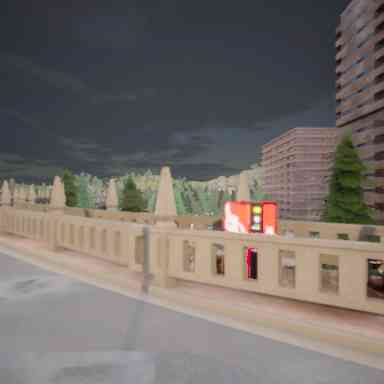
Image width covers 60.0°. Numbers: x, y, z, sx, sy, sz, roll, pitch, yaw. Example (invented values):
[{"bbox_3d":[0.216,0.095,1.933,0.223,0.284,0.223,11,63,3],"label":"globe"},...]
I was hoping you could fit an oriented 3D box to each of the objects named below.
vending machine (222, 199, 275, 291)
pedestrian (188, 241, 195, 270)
[{"bbox_3d":[1.441,1.230,8.341,0.880,2.100,1.100,0,0,39],"label":"vending machine"},{"bbox_3d":[0.108,1.551,7.972,0.500,1.100,0.500,0,0,39],"label":"pedestrian"}]
